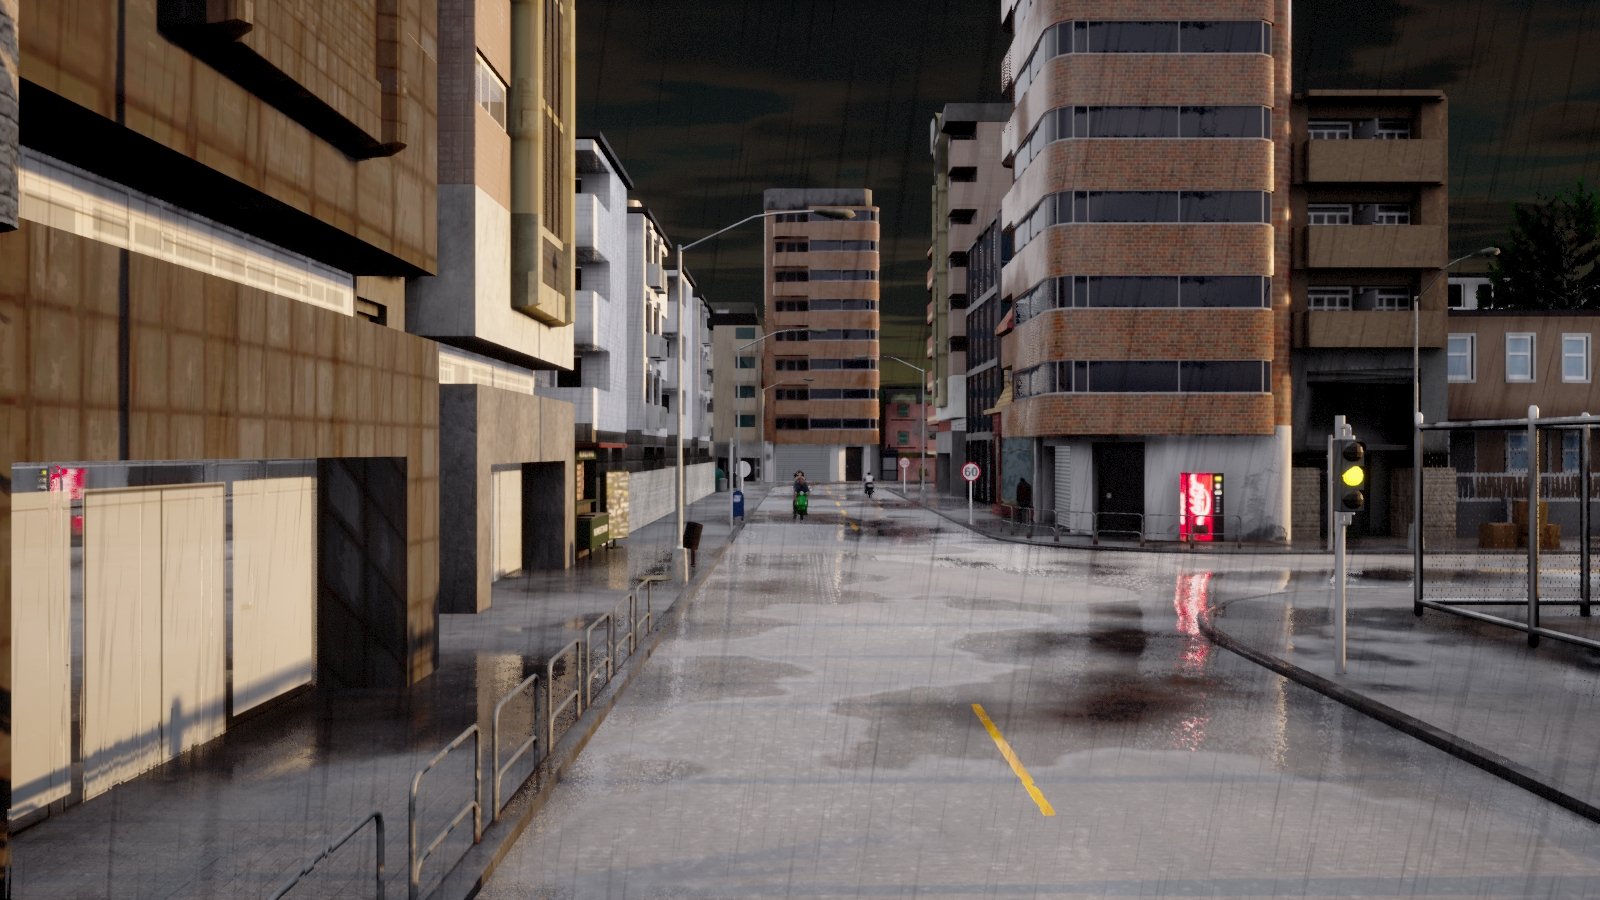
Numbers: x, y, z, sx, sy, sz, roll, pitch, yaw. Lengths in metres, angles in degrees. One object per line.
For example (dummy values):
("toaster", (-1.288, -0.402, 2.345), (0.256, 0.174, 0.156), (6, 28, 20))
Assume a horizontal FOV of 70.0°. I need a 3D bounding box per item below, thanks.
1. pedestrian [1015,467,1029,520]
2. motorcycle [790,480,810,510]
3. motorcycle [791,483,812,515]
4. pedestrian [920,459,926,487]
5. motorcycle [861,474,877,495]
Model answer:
("pedestrian", (7.812, 1.523, 40.232), (0.375, 1.860, 0.375), (0, 0, -6))
("motorcycle", (0.019, 1.970, 50.389), (0.856, 1.236, 1.805), (0, 0, 0))
("motorcycle", (0.063, 1.970, 46.521), (0.856, 1.236, 1.805), (0, 0, 0))
("pedestrian", (8.319, 1.536, 77.232), (0.375, 1.860, 0.375), (0, 0, 14))
("motorcycle", (4.037, 2.005, 66.597), (0.803, 1.145, 2.033), (0, 1, 0))
